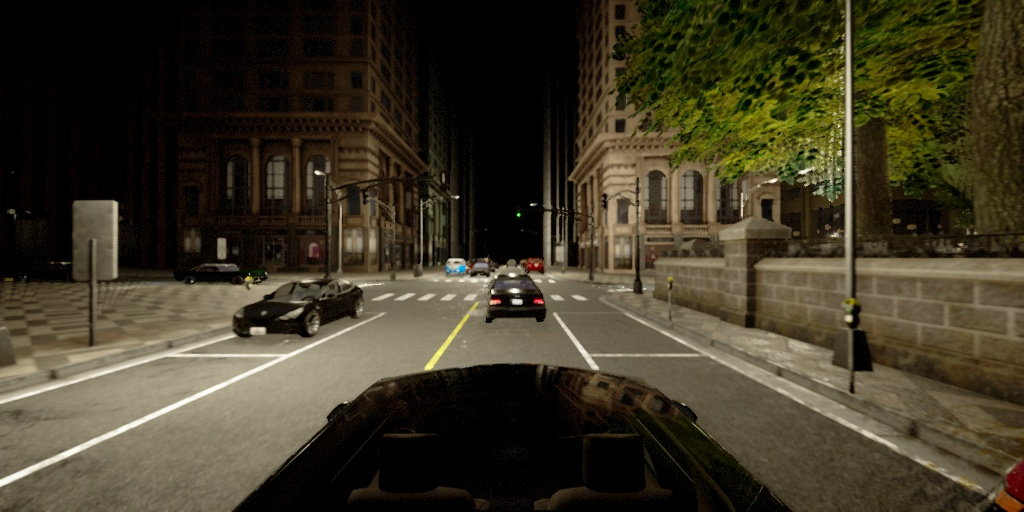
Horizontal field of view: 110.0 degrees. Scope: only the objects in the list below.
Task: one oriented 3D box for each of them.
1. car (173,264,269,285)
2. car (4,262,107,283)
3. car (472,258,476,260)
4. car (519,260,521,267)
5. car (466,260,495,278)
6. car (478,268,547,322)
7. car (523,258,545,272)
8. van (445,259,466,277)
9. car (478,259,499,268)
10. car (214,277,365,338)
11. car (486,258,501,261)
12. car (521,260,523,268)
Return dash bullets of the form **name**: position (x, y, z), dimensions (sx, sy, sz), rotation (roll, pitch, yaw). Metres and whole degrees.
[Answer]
- **car**: position (-17.872, 1.157, 22.229), dimensions (4.718, 1.301, 1.895), rotation (1, 0, 0)
- **car**: position (-27.825, 1.004, 22.180), dimensions (4.718, 1.301, 1.895), rotation (1, 0, 0)
- **car**: position (-5.786, 1.323, 42.417), dimensions (1.967, 1.591, 4.097), rotation (0, 0, 0)
- **car**: position (2.726, 1.525, 64.194), dimensions (2.007, 1.370, 4.403), rotation (0, 0, 0)
- **car**: position (-3.120, 1.408, 36.478), dimensions (2.033, 1.411, 5.357), rotation (0, 0, 0)
- **car**: position (-0.026, 1.328, 12.434), dimensions (2.033, 1.411, 5.357), rotation (0, 0, -4)
- **car**: position (2.739, 1.198, 42.431), dimensions (2.192, 1.841, 5.009), rotation (0, 0, 0)
- **van**: position (-5.783, 1.203, 36.977), dimensions (1.690, 1.789, 3.998), rotation (0, 0, 0)
- **car**: position (-3.123, 1.450, 47.114), dimensions (2.033, 1.411, 5.357), rotation (0, 0, 0)
- **car**: position (-5.767, 1.340, 10.320), dimensions (1.948, 1.339, 4.313), rotation (0, 0, 0)
- **car**: position (-3.107, 1.476, 58.416), dimensions (1.812, 1.442, 4.674), rotation (0, 0, 0)
- **car**: position (2.736, 1.220, 47.872), dimensions (2.192, 1.841, 5.009), rotation (0, 0, 0)
